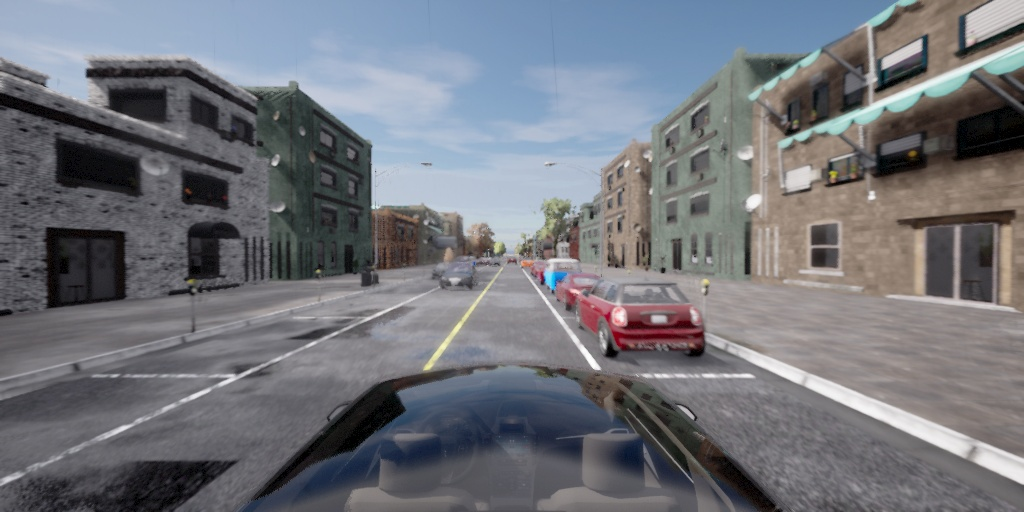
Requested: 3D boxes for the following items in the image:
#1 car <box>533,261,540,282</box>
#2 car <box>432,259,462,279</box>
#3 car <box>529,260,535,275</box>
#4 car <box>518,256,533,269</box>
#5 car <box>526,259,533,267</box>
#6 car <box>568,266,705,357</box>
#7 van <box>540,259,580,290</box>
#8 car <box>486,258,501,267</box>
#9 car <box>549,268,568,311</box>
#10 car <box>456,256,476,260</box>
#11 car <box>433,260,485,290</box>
[{"bbox_3d":[2.704,1.231,25.139,1.888,1.381,4.507,0,0,0],"label":"car"},{"bbox_3d":[-5.674,1.222,30.689,2.007,1.370,4.403,0,0,0],"label":"car"},{"bbox_3d":[2.706,1.253,30.688,1.802,1.307,4.207,0,0,0],"label":"car"},{"bbox_3d":[2.409,0.959,54.128,2.097,1.767,4.553,0,0,0],"label":"car"},{"bbox_3d":[2.708,1.238,36.236,1.802,1.307,4.207,0,0,0],"label":"car"},{"bbox_3d":[2.697,1.171,8.494,1.967,1.591,4.097,0,0,0],"label":"car"},{"bbox_3d":[2.701,1.042,19.591,1.690,1.789,3.998,0,0,0],"label":"van"},{"bbox_3d":[-3.001,1.082,63.257,1.837,1.490,4.892,0,0,1],"label":"car"},{"bbox_3d":[2.700,1.299,14.043,1.802,1.307,4.207,0,0,0],"label":"car"},{"bbox_3d":[-5.670,0.956,41.786,2.192,1.841,5.009,0,0,0],"label":"car"},{"bbox_3d":[-3.089,1.187,21.824,2.128,1.511,4.902,0,0,0],"label":"car"}]
